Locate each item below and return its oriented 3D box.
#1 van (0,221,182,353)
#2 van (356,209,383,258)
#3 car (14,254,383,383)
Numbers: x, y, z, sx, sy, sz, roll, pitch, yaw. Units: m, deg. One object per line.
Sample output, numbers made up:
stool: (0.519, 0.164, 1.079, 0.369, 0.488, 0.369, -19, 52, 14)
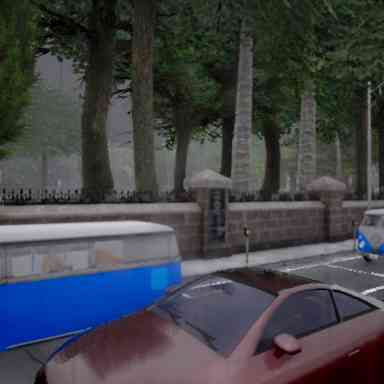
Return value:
van: (-2.064, 1.372, 4.991, 3.998, 1.788, 1.690, 1, -1, -34)
van: (7.289, 1.468, 11.360, 3.998, 1.788, 1.690, 1, -1, -34)
car: (0.597, 1.596, 3.570, 4.181, 1.385, 1.994, 1, -1, -34)
